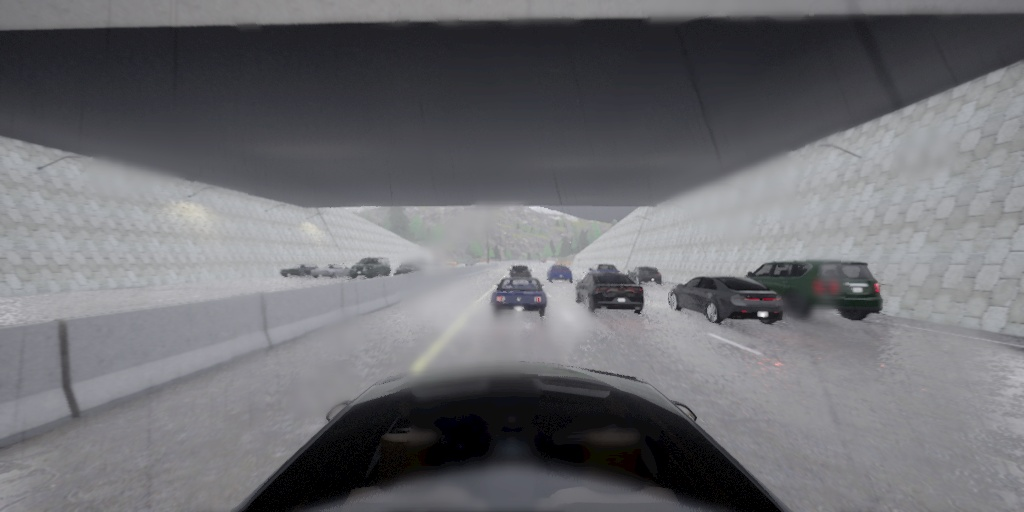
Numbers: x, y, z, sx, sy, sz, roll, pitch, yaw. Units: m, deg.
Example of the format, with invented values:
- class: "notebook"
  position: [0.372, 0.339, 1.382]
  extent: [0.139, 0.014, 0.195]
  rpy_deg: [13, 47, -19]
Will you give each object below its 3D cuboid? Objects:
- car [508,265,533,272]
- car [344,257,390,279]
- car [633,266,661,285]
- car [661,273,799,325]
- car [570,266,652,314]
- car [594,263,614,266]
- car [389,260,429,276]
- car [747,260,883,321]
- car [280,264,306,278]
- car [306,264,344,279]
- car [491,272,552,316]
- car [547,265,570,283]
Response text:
- class: "car"
  position: [0.692, 1.517, 30.947]
  extent: [1.837, 1.490, 4.892]
  rpy_deg: [1, 0, 1]
- class: "car"
  position: [-13.421, 1.114, 34.379]
  extent: [2.150, 2.045, 5.566]
  rpy_deg: [1, 0, 1]
- class: "car"
  position: [11.189, 1.624, 30.712]
  extent: [1.837, 1.490, 4.892]
  rpy_deg: [1, 0, 1]
- class: "car"
  position: [7.278, 1.428, 12.729]
  extent: [1.837, 1.490, 4.892]
  rpy_deg: [1, 0, 1]
- class: "car"
  position: [3.821, 1.381, 14.761]
  extent: [1.882, 1.535, 5.008]
  rpy_deg: [1, 0, 1]
- class: "car"
  position: [7.683, 1.432, 30.486]
  extent: [2.097, 1.767, 4.553]
  rpy_deg: [1, 0, 1]
- class: "car"
  position: [-9.910, 1.441, 34.886]
  extent: [1.837, 1.490, 4.892]
  rpy_deg: [1, -1, 1]
- class: "car"
  position: [10.811, 1.187, 13.830]
  extent: [2.150, 2.045, 5.566]
  rpy_deg: [1, -1, 1]
- class: "car"
  position: [-20.406, 1.429, 35.086]
  extent: [1.895, 1.301, 4.718]
  rpy_deg: [1, 0, 1]
- class: "car"
  position: [-16.935, 1.456, 33.967]
  extent: [1.895, 1.301, 4.718]
  rpy_deg: [1, 0, 1]
- class: "car"
  position: [0.306, 1.460, 13.921]
  extent: [1.895, 1.301, 4.718]
  rpy_deg: [1, -1, 1]
- class: "car"
  position: [4.227, 1.538, 32.377]
  extent: [1.882, 1.535, 5.008]
  rpy_deg: [1, 0, 1]
